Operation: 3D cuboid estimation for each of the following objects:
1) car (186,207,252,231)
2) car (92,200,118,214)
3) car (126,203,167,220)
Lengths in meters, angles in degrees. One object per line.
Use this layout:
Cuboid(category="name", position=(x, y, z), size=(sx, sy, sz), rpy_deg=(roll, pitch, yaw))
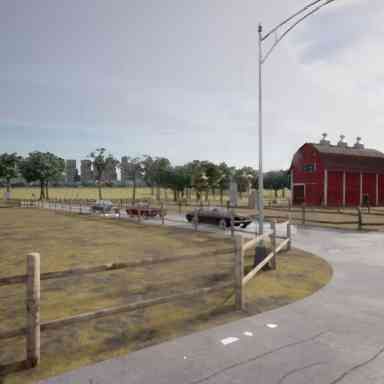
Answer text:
Cuboid(category="car", position=(1.644, 1.635, 21.498), size=(1.895, 1.301, 4.718), rpy_deg=(-1, 1, -36))
Cuboid(category="car", position=(-10.020, 1.651, 38.054), size=(1.812, 1.442, 4.674), rpy_deg=(-1, 0, -35))
Cuboid(category="car", position=(-4.110, 1.662, 29.642), size=(1.895, 1.301, 4.718), rpy_deg=(-1, 0, -35))
